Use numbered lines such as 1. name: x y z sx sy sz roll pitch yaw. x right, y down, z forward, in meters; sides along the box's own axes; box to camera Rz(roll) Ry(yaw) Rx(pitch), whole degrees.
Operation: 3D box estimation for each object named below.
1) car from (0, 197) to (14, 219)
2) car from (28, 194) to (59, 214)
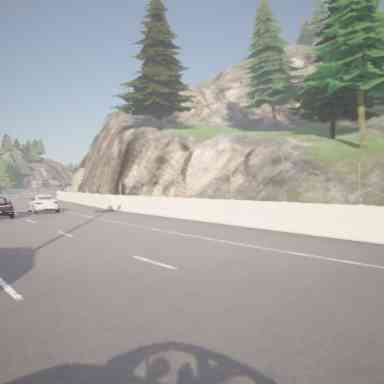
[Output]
1. car: -13.622 1.080 23.077 2.128 1.511 4.902 -3 3 -34
2. car: -12.133 0.930 27.101 1.812 1.442 4.674 -3 3 -34
